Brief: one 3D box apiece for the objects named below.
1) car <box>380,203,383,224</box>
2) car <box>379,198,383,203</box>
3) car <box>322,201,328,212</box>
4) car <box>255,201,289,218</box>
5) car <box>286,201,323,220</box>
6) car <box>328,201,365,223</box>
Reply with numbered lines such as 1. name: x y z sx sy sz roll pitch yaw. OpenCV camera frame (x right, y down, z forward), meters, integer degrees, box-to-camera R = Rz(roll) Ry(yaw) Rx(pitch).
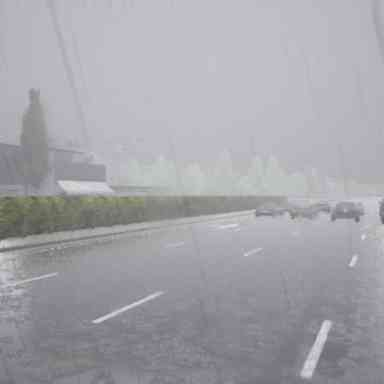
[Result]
1. car: 16.251 1.848 26.629 1.895 1.301 4.718 0 0 30
2. car: 21.526 1.554 35.874 2.150 2.045 5.566 0 0 30
3. car: 15.911 1.800 40.143 2.128 1.511 4.902 0 0 30
4. car: 7.805 1.777 33.012 1.994 1.385 4.181 0 0 30
5. car: 10.465 1.823 30.611 1.895 1.301 4.718 0 0 30
6. car: 13.388 1.587 28.672 2.097 1.767 4.553 0 0 30
